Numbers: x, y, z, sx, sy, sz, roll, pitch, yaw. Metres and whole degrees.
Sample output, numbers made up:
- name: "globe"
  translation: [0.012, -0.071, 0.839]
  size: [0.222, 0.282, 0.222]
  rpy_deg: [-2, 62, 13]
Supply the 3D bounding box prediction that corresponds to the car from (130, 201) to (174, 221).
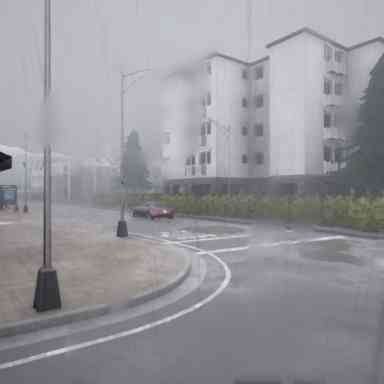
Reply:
- name: "car"
  translation: [-3.155, 1.398, 25.728]
  size: [1.994, 1.385, 4.181]
  rpy_deg: [0, 0, -36]
